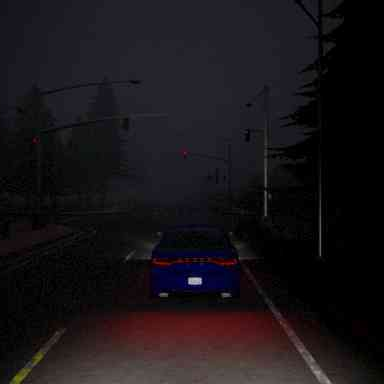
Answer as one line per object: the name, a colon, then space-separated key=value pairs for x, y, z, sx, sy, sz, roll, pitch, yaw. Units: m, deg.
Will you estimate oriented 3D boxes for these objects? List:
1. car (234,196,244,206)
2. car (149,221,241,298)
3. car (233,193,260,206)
car: x=8.954 y=1.144 z=49.511 sx=4.605 sy=1.855 sz=1.932 roll=0 pitch=0 yaw=0
car: x=0.079 y=1.478 z=8.558 sx=1.882 sy=1.535 sz=5.008 roll=0 pitch=0 yaw=1
car: x=8.545 y=1.146 z=52.022 sx=3.866 sy=1.878 sz=1.905 roll=0 pitch=0 yaw=0
